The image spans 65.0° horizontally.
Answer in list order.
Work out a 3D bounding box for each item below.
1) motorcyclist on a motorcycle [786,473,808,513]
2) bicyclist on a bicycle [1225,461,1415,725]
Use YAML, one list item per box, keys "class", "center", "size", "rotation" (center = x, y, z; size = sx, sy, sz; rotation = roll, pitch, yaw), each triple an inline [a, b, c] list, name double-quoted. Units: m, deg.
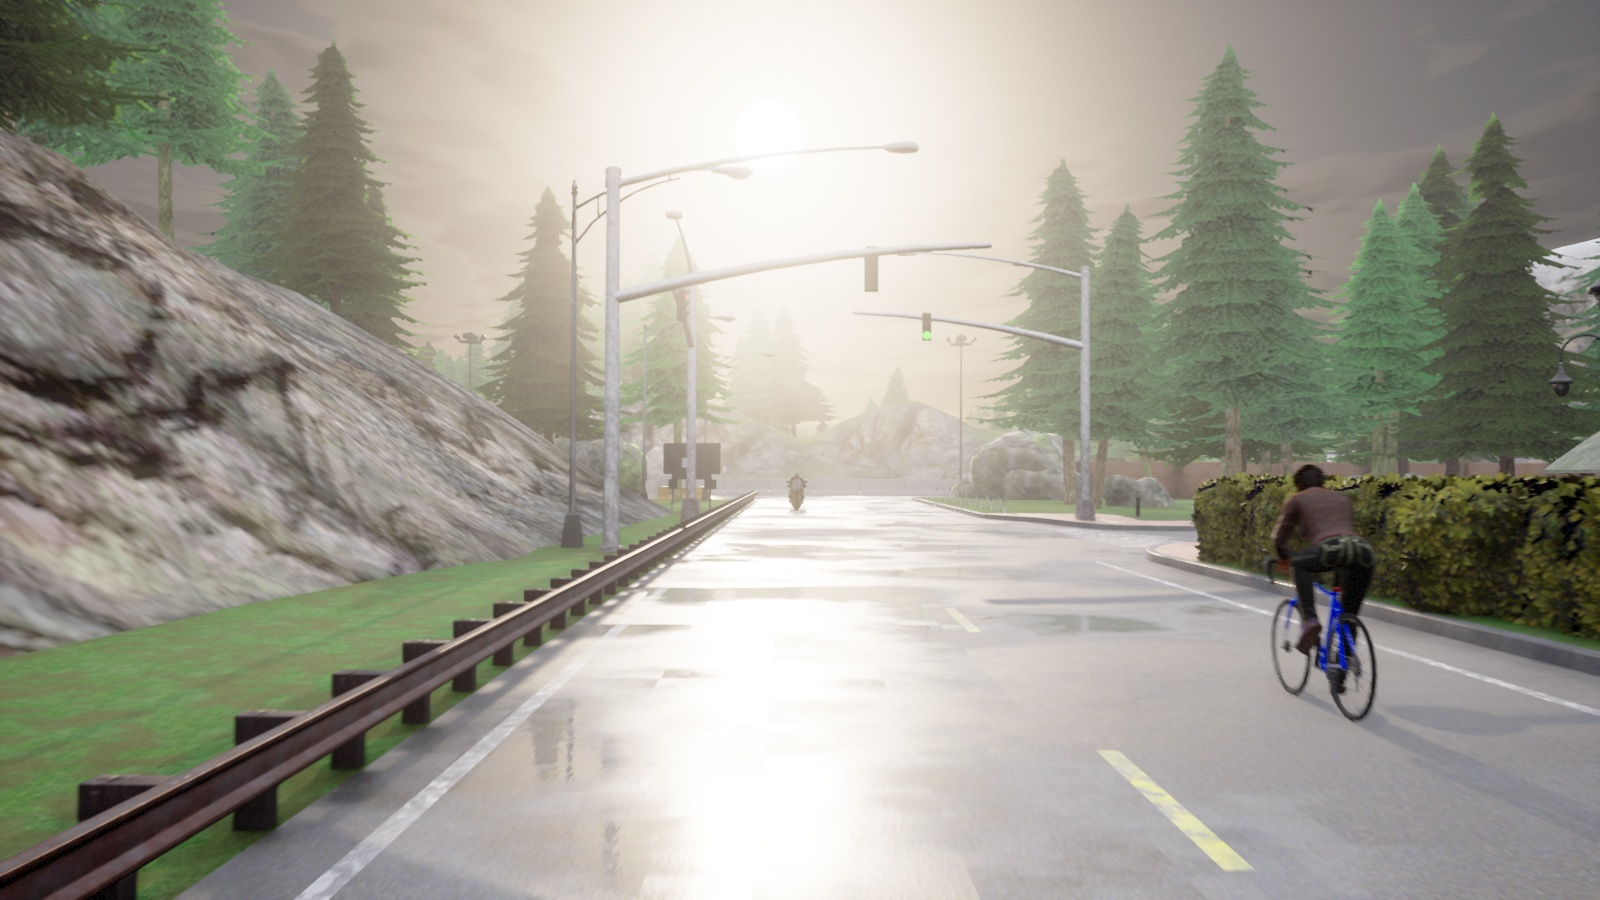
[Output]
- class: "motorcyclist on a motorcycle"
  center: [-0.120, 1.682, 49.719]
  size: [0.866, 1.530, 2.191]
  rotation: [0, -1, 0]
- class: "bicyclist on a bicycle"
  center: [3.479, 0.897, 8.553]
  size: [0.582, 1.620, 1.656]
  rotation: [0, -1, 0]
